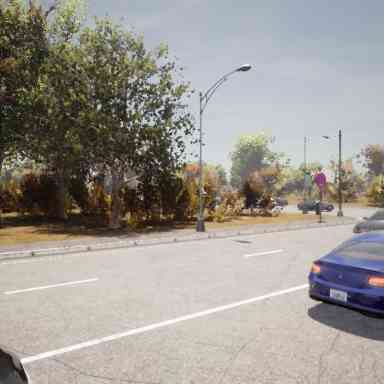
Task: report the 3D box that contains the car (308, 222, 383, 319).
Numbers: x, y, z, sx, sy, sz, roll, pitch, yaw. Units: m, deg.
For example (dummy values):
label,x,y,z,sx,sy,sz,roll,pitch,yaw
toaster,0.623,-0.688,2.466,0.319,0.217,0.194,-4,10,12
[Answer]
label,x,y,z,sx,sy,sz,roll,pitch,yaw
car,4.276,1.526,6.801,4.674,1.442,1.812,0,0,-36

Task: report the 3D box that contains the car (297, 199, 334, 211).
label,x,y,z,sx,sy,sz,roll,pitch,yaw
car,14.616,1.564,39.447,1.994,1.385,4.181,0,0,-32

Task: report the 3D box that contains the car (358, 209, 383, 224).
label,x,y,z,sx,sy,sz,roll,pitch,yaw
car,9.047,1.505,14.755,4.892,1.490,1.837,0,0,-36

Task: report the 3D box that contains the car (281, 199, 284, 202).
label,x,y,z,sx,sy,sz,roll,pitch,yaw
car,13.329,1.526,54.950,2.033,1.411,5.357,0,0,-32

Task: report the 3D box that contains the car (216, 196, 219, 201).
label,x,y,z,sx,sy,sz,roll,pitch,yaw
car,3.987,1.459,56.270,1.812,1.442,4.674,0,1,-32

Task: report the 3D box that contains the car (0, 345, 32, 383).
label,x,y,z,sx,sy,sz,roll,pitch,yaw
car,-3.324,1.492,1.375,4.902,1.511,2.128,0,0,-35

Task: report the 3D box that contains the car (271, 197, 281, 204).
label,x,y,z,sx,sy,sz,roll,pitch,yaw
car,9.500,1.216,47.538,2.150,2.045,5.566,0,0,-33
